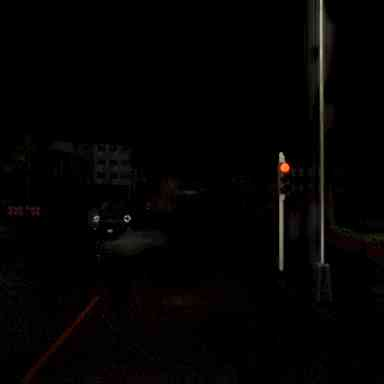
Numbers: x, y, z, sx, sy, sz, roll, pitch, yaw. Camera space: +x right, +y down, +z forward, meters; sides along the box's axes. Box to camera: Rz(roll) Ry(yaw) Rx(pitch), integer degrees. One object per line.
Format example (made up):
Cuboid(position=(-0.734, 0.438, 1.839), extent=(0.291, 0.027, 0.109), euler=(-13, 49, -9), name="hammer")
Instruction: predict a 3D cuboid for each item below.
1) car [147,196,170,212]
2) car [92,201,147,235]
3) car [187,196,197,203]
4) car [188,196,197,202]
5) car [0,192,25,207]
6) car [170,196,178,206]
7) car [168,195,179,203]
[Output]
Cuboid(position=(-4.050, 1.345, 38.899), extent=(2.097, 1.767, 4.553), euler=(0, 0, 0), name="car")
Cuboid(position=(-4.076, 1.348, 18.805), extent=(2.097, 1.767, 4.553), euler=(0, 0, 0), name="car")
Cuboid(position=(0.082, 1.536, 66.201), extent=(2.033, 1.411, 5.357), euler=(0, 0, 0), name="car")
Cuboid(position=(0.095, 1.570, 76.796), extent=(1.895, 1.301, 4.718), euler=(0, 0, 0), name="car")
Cuboid(position=(-19.715, 0.979, 35.000), extent=(1.905, 1.878, 3.866), euler=(0, 0, 35), name="car")
Cuboid(position=(-4.019, 1.482, 55.714), extent=(2.128, 1.511, 4.902), euler=(0, 0, 0), name="car")
Cuboid(position=(-3.912, 1.499, 70.710), extent=(2.128, 1.511, 4.902), euler=(0, 0, 0), name="car")
